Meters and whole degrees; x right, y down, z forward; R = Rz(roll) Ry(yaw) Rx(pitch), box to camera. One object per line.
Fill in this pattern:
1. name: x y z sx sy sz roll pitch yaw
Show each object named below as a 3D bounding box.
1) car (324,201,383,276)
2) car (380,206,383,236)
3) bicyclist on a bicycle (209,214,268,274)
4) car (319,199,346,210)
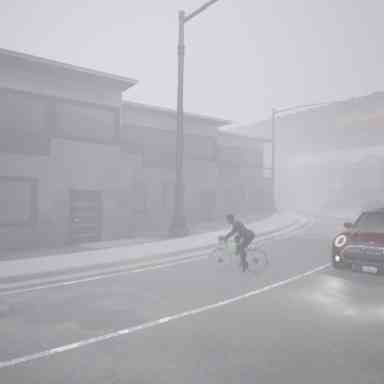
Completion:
1. car: 5.826 1.318 9.972 2.097 1.767 4.553 0 1 39
2. car: 11.091 1.518 17.454 1.895 1.301 4.718 0 0 27
3. bicyclist on a bicycle: 1.235 1.426 9.127 1.656 1.620 0.582 -2 -1 19
4. car: 19.376 1.773 45.773 1.837 1.490 4.892 1 -1 -8
